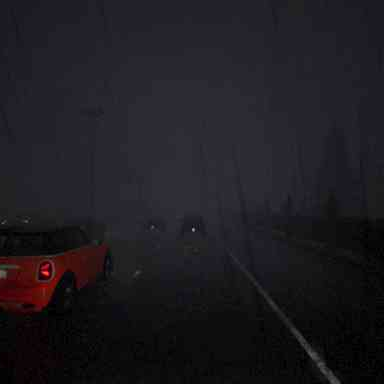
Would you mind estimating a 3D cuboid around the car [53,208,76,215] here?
[{"bbox_3d":[-17.502,3.121,44.985,2.150,2.045,5.566,0,-3,0],"label":"car"}]

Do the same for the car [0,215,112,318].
[{"bbox_3d":[-3.400,1.561,7.989,2.097,1.767,4.553,0,-2,0],"label":"car"}]

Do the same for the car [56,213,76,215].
[{"bbox_3d":[-6.897,2.309,21.259,2.128,1.511,4.902,0,-3,0],"label":"car"}]

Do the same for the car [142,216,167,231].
[{"bbox_3d":[-3.397,2.857,30.939,1.895,1.301,4.718,0,-3,0],"label":"car"}]

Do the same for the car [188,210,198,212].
[{"bbox_3d":[0.105,3.368,47.671,2.097,1.767,4.553,0,-3,0],"label":"car"}]

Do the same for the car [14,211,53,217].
[{"bbox_3d":[-14.067,2.487,28.269,2.097,1.767,4.553,0,-2,0],"label":"car"}]

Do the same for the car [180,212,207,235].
[{"bbox_3d":[0.102,2.548,26.237,1.837,1.490,4.892,0,-2,0],"label":"car"}]
